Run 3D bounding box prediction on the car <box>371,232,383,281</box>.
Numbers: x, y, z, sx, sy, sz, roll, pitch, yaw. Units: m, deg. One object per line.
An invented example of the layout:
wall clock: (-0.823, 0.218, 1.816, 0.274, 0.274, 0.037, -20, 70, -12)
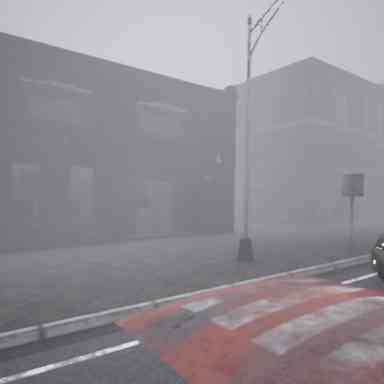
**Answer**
car: (6.921, 1.236, 8.591, 5.566, 2.045, 2.150, 1, 0, -35)
